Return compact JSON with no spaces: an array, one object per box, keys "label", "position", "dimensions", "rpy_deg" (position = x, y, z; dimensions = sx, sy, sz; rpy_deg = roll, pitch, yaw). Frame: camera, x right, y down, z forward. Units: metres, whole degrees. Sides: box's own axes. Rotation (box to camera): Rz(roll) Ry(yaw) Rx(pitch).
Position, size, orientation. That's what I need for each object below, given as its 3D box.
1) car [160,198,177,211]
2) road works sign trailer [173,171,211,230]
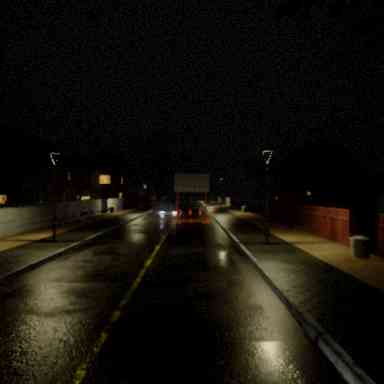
[{"label":"car","position":[-2.854,1.573,41.459],"dimensions":[1.837,1.490,4.892],"rpy_deg":[0,-1,0]},{"label":"road works sign trailer","position":[-0.007,0.467,21.069],"dimensions":[2.380,3.560,2.880],"rpy_deg":[0,0,0]}]
